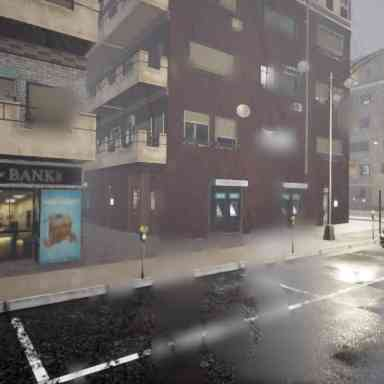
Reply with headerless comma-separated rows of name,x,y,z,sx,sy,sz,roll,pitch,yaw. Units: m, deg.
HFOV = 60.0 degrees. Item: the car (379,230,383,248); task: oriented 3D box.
car,9.106,1.554,13.147,4.403,1.369,2.008,0,1,-35
